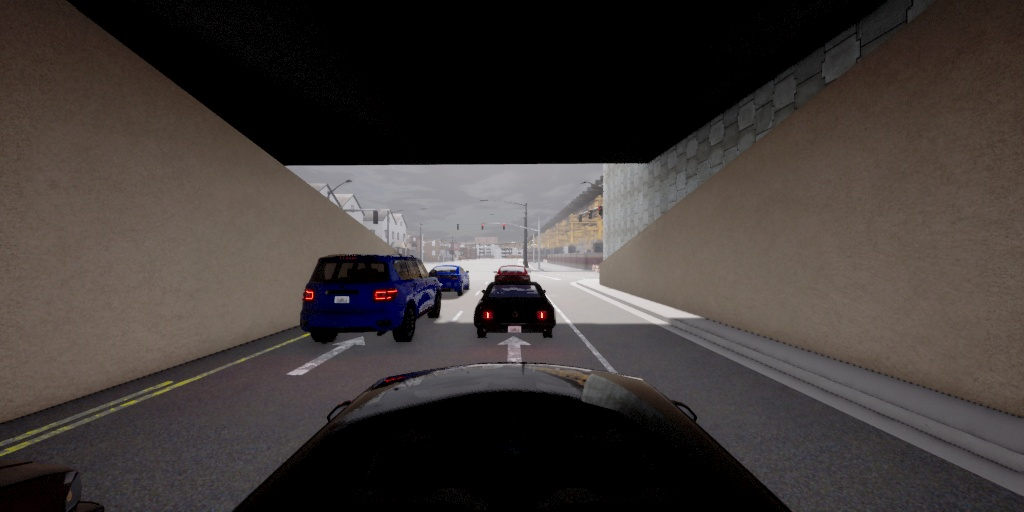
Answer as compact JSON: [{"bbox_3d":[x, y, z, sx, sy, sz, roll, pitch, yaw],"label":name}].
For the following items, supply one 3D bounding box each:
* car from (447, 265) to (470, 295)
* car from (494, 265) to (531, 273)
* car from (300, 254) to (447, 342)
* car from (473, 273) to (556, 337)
[{"bbox_3d":[-3.490,1.228,19.827,1.882,1.535,5.008,0,0,0],"label":"car"},{"bbox_3d":[0.011,1.228,19.576,1.882,1.535,5.008,0,0,0],"label":"car"},{"bbox_3d":[-3.439,0.971,9.889,2.150,2.045,5.566,0,0,0],"label":"car"},{"bbox_3d":[0.056,1.351,10.240,1.895,1.301,4.718,0,0,0],"label":"car"}]
